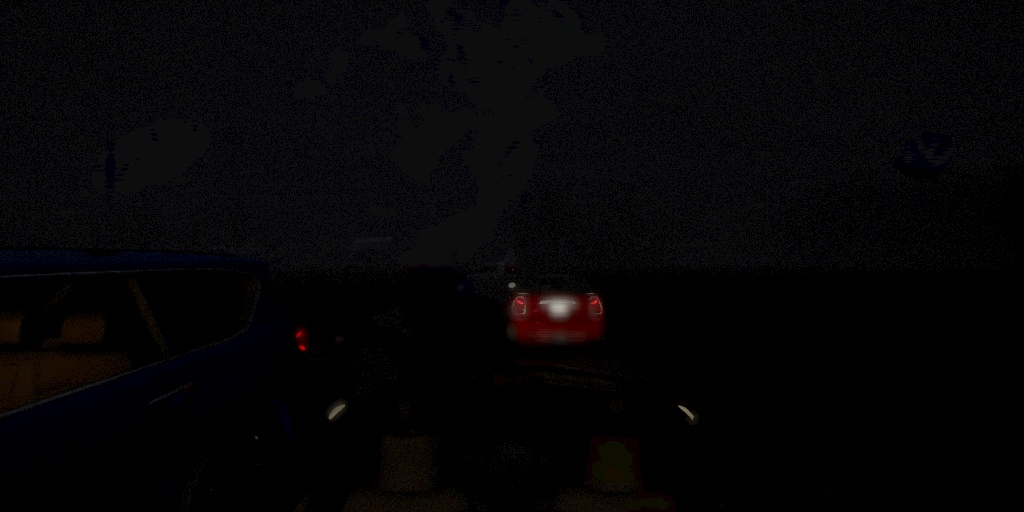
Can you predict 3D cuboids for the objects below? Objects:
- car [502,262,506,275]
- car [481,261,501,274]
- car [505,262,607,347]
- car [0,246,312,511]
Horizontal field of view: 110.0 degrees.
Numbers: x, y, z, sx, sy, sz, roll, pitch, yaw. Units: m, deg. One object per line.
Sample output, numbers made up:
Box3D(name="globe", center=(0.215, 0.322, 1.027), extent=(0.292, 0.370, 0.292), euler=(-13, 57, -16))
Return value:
Box3D(name="car", center=(0.115, 1.374, 41.025), extent=(1.882, 1.535, 5.008), euler=(0, -1, 0))
Box3D(name="car", center=(-2.817, 1.423, 45.849), extent=(1.882, 1.535, 5.008), euler=(0, -1, 0))
Box3D(name="car", center=(0.967, 1.108, 9.453), extent=(2.097, 1.767, 4.553), euler=(0, 0, 0))
Box3D(name="car", center=(-2.851, 0.971, 0.904), extent=(2.150, 2.045, 5.566), euler=(0, 0, 0))
